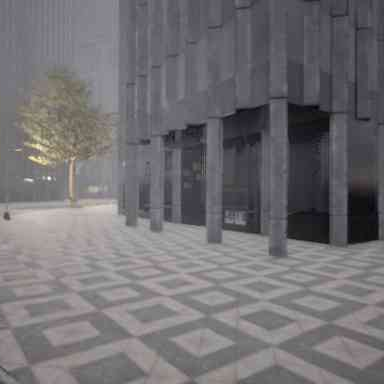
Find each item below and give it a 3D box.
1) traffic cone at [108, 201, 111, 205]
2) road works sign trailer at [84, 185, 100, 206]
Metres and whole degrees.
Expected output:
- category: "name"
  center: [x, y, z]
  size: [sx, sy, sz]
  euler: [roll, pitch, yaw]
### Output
- category: "traffic cone"
  center: [-15.991, 2.136, 64.486]
  size: [0.340, 0.580, 0.340]
  euler: [0, 0, 17]
- category: "road works sign trailer"
  center: [-16.850, 0.637, 57.425]
  size: [2.380, 3.560, 2.880]
  euler: [0, 0, 17]
